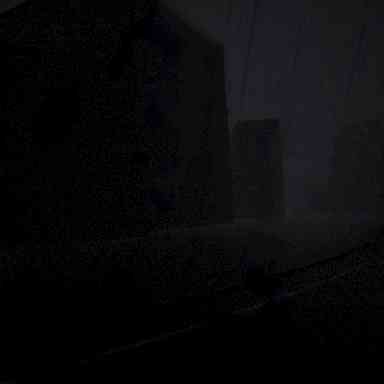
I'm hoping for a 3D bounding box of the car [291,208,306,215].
[{"bbox_3d":[22.406,4.088,69.988,2.128,1.511,4.902,-4,-3,-3],"label":"car"}]
